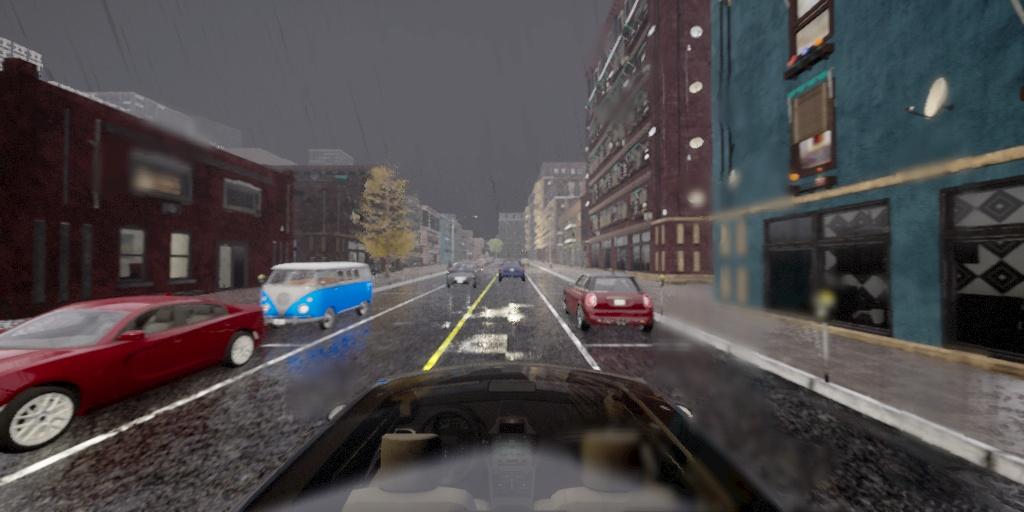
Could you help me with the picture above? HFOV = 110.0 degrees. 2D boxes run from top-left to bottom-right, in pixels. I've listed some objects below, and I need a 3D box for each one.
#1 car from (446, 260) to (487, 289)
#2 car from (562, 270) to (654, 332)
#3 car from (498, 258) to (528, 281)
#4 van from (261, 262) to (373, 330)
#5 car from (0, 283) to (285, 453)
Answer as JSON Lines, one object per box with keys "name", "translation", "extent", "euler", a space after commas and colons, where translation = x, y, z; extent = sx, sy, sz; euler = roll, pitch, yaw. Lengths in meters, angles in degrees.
{"name": "car", "translation": [-3.012, 1.224, 23.291], "extent": [2.128, 1.511, 4.902], "euler": [0, 0, 0]}
{"name": "car", "translation": [2.688, 1.181, 10.923], "extent": [1.967, 1.591, 4.097], "euler": [0, 0, 0]}
{"name": "car", "translation": [0.010, 1.076, 29.511], "extent": [2.097, 1.767, 4.553], "euler": [0, 0, 1]}
{"name": "van", "translation": [-5.693, 1.082, 10.859], "extent": [1.690, 1.789, 3.998], "euler": [0, 0, 0]}
{"name": "car", "translation": [-5.691, 1.292, 5.171], "extent": [1.888, 1.381, 4.507], "euler": [0, 0, 0]}
